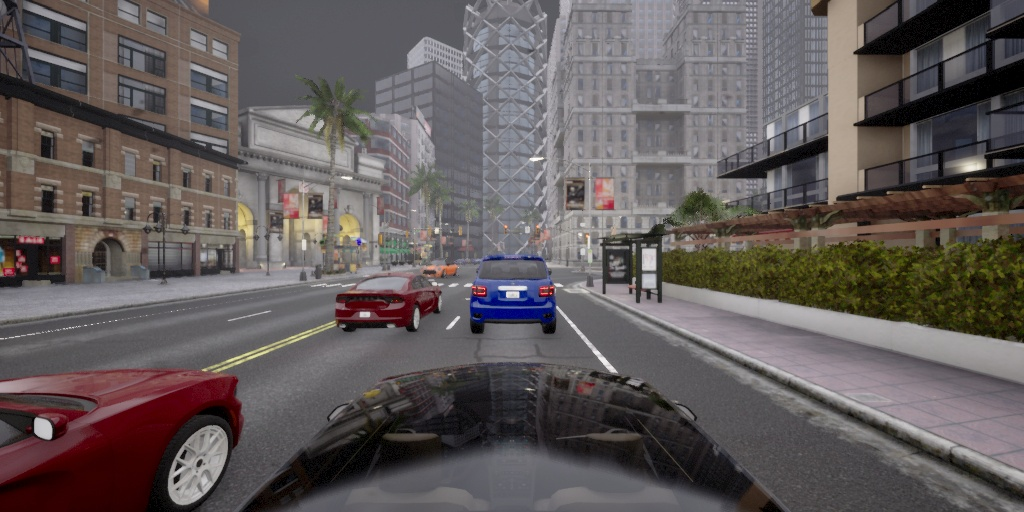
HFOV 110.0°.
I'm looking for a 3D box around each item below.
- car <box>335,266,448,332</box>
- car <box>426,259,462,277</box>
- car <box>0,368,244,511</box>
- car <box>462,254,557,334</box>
[{"bbox_3d":[-3.441,1.228,10.914,1.882,1.535,5.008,0,0,0],"label":"car"},{"bbox_3d":[-6.538,1.102,32.419,2.097,1.767,4.553,0,0,12],"label":"car"},{"bbox_3d":[-3.390,1.228,1.236,1.882,1.535,5.008,0,0,0],"label":"car"},{"bbox_3d":[0.054,0.971,10.804,2.150,2.045,5.566,0,0,1],"label":"car"}]
